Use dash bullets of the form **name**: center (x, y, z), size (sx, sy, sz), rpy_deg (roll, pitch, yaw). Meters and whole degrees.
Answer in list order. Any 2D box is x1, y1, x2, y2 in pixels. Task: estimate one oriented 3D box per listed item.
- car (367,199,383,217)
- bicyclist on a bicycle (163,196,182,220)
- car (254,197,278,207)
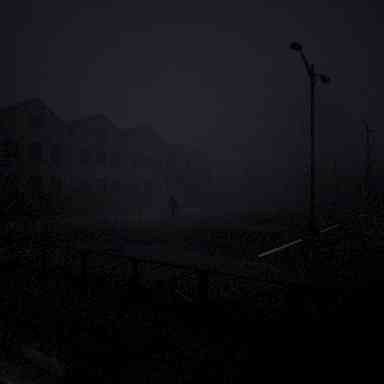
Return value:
- **car**: center (15.445, 1.298, 26.799), size (2.007, 1.523, 4.514), rpy_deg (0, 0, 35)
- **bicyclist on a bicycle**: center (-1.377, 1.109, 23.046), size (1.656, 1.620, 0.582), rpy_deg (0, 0, 35)
- **car**: center (10.458, 1.356, 46.673), size (2.033, 1.411, 5.357), rpy_deg (0, 0, 32)
